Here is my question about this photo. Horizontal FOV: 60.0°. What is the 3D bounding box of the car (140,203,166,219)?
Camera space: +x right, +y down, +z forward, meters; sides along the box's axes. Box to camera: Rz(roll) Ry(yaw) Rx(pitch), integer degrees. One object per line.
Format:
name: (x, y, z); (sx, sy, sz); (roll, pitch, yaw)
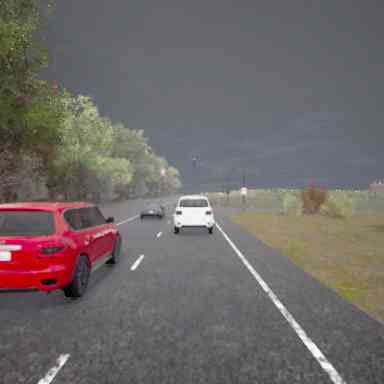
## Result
car: (-3.406, 1.637, 29.629); (1.994, 1.385, 4.181); (0, 0, 0)

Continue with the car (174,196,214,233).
car: (0.095, 1.271, 20.011); (2.150, 2.045, 5.566); (0, 0, 0)

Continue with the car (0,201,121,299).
car: (-3.403, 1.245, 8.653); (2.150, 2.045, 5.566); (0, 0, 0)
